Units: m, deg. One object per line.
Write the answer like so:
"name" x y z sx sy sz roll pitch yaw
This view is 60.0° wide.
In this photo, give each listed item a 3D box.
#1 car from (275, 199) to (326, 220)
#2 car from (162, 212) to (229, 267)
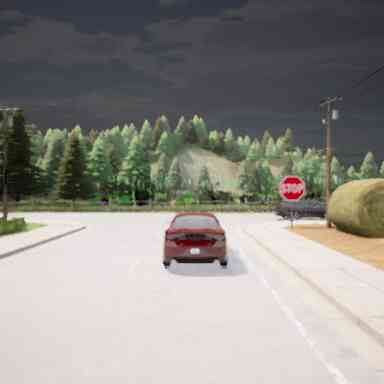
"car" 8.613 1.311 24.575 4.892 1.490 1.837 0 -1 -4
"car" 0.107 1.406 11.198 1.882 1.535 5.008 0 0 1
